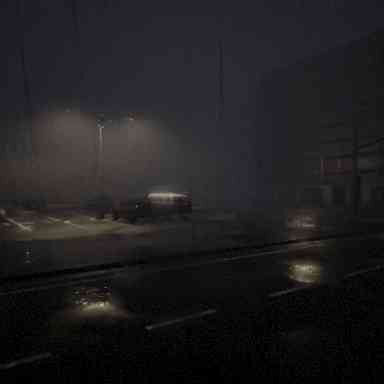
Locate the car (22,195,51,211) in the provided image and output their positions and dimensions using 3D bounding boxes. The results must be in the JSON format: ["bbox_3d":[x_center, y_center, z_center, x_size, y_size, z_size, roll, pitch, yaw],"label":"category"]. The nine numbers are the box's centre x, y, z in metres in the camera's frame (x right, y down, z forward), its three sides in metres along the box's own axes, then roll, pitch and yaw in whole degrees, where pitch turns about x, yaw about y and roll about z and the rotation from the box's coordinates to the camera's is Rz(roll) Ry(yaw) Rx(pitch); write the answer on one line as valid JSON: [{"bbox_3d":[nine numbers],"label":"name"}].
[{"bbox_3d":[-18.780,1.466,40.041,1.970,1.475,3.806,0,0,-35],"label":"car"}]

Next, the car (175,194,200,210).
[{"bbox_3d":[-0.571,1.596,54.353,1.882,1.535,5.008,0,0,-35],"label":"car"}]

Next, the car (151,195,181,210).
[{"bbox_3d":[-4.256,1.618,53.511,1.837,1.490,4.892,0,-1,-35],"label":"car"}]

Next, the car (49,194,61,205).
[{"bbox_3d":[-24.210,1.235,57.508,1.932,1.855,4.605,0,0,-35],"label":"car"}]

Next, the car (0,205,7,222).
[{"bbox_3d":[-14.816,1.454,24.368,1.970,1.475,3.806,0,0,-35],"label":"car"}]
